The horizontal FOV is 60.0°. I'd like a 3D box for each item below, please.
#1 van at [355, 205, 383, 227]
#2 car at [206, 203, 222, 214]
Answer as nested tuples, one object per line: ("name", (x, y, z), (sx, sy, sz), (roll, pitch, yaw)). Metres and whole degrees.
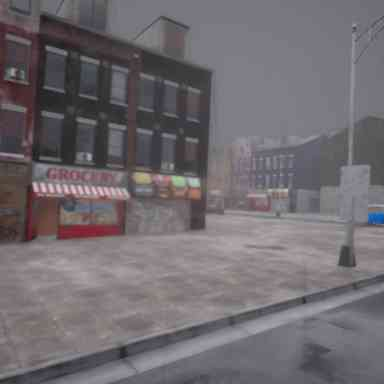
("van", (14.975, 1.909, 26.132), (1.690, 1.788, 3.998), (4, -2, -35))
("car", (2.297, 2.162, 43.950), (1.802, 1.307, 4.206), (4, -2, -35))
